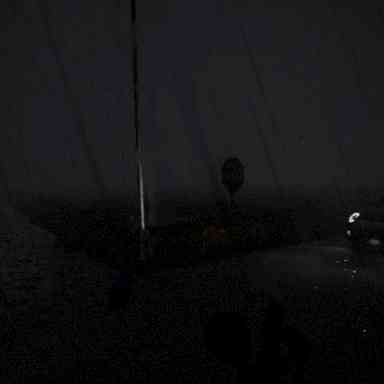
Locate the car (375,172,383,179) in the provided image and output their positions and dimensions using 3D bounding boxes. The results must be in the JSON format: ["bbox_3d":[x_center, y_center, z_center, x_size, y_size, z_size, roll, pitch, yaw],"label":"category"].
[{"bbox_3d":[44.431,-3.846,75.858,2.242,1.667,4.611,-4,4,-34],"label":"car"}]

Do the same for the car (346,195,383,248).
[{"bbox_3d":[6.903,0.706,10.534,4.553,1.767,2.097,-3,4,-35],"label":"car"}]
